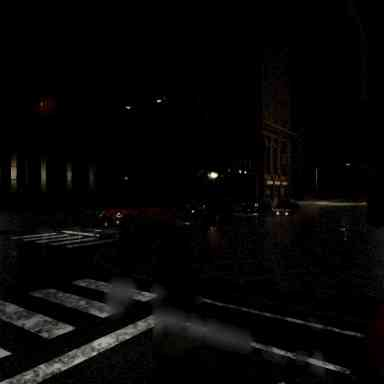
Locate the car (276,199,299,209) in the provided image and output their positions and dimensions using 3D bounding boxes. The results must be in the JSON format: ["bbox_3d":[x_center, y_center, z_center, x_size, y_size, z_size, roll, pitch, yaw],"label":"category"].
[{"bbox_3d":[13.124,1.624,45.638,1.994,1.385,4.181,0,0,36],"label":"car"}]

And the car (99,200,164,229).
[{"bbox_3d":[-3.904,1.376,21.953,2.097,1.767,4.553,0,0,35],"label":"car"}]

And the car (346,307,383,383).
[{"bbox_3d":[3.564,1.221,1.149,5.566,2.045,2.150,0,0,36],"label":"car"}]

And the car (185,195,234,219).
[{"bbox_3d":[1.697,1.257,29.781,2.150,2.045,5.566,0,0,36],"label":"car"}]

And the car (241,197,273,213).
[{"bbox_3d":[7.395,1.399,37.700,2.097,1.767,4.553,0,0,35],"label":"car"}]
